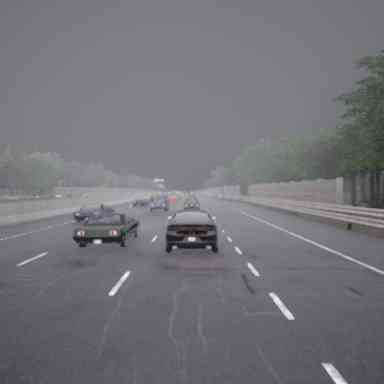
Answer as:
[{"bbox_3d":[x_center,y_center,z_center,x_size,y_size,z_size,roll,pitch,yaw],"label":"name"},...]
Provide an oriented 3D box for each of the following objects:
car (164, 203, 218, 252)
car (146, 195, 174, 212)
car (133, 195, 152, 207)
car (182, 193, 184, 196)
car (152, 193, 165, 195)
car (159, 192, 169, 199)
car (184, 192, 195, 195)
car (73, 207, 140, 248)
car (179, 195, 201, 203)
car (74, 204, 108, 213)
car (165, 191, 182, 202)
[{"bbox_3d":[-0.007,1.432,13.696,1.882,1.535,5.008,0,0,0],"label":"car"},{"bbox_3d":[-3.519,1.393,37.063,2.033,1.411,5.357,0,0,0],"label":"car"},{"bbox_3d":[-7.023,1.390,46.966,1.895,1.301,4.718,0,0,0],"label":"car"},{"bbox_3d":[-3.540,1.110,81.100,1.837,1.490,4.892,0,0,0],"label":"car"},{"bbox_3d":[-7.033,1.043,64.882,2.097,1.767,4.553,0,0,0],"label":"car"},{"bbox_3d":[-7.042,0.946,85.054,2.097,1.767,4.553,0,0,0],"label":"car"},{"bbox_3d":[-0.033,1.183,64.960,2.128,1.511,4.902,0,0,0],"label":"car"},{"bbox_3d":[-3.506,1.552,14.588,1.895,1.301,4.718,0,0,0],"label":"car"},{"bbox_3d":[-0.019,1.398,36.165,2.033,1.411,5.357,0,0,0],"label":"car"},{"bbox_3d":[-7.011,1.510,24.480,1.895,1.301,4.718,0,0,0],"label":"car"},{"bbox_3d":[-3.532,1.043,64.884,2.097,1.767,4.553,0,0,0],"label":"car"}]
